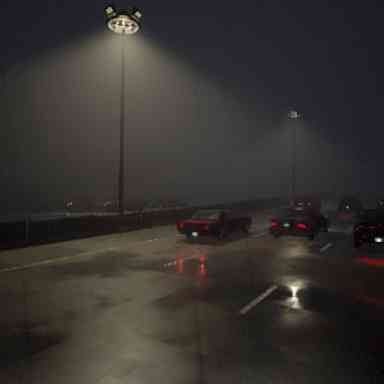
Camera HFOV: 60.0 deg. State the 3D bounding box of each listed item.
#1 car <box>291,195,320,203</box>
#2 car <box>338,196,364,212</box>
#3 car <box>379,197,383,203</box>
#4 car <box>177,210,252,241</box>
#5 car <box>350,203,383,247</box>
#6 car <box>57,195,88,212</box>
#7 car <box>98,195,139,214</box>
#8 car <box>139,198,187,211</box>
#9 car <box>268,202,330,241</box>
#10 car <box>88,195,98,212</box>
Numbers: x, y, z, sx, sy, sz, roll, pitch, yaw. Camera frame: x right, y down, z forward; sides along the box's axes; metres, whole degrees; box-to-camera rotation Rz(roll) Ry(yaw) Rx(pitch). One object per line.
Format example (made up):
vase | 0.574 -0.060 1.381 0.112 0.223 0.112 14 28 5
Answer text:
car | 10.936 1.089 31.867 2.097 1.767 4.553 0 1 32
car | 15.727 1.191 32.926 1.837 1.490 4.892 0 -1 32
car | 18.761 1.049 31.177 2.097 1.767 4.553 0 1 32
car | 1.300 1.524 16.463 1.895 1.301 4.718 0 0 32
car | 7.969 1.429 13.925 1.837 1.490 4.892 0 1 32
car | -11.913 1.165 35.309 2.097 1.767 4.553 0 1 32
car | -6.049 1.303 31.486 1.882 1.535 5.008 0 1 32
car | -2.344 1.321 30.808 1.837 1.490 4.892 0 1 32
car | 5.411 1.460 16.437 2.033 1.411 5.357 0 0 32
car | -8.084 1.154 34.830 2.097 1.767 4.553 0 1 32
